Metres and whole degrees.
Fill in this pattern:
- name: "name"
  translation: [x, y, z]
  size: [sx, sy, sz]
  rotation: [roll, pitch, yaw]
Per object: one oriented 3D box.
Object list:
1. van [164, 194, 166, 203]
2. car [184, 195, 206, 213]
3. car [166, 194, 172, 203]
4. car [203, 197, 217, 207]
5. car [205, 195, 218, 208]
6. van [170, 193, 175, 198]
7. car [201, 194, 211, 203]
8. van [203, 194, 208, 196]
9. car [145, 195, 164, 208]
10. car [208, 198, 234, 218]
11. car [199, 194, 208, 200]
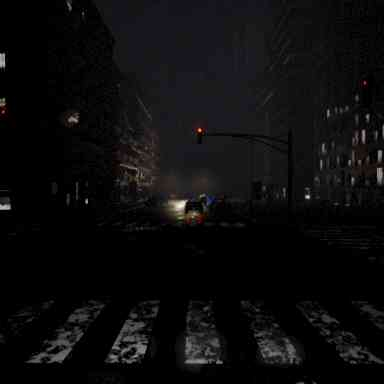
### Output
- name: "van"
  translation: [-5.539, 1.284, 52.601]
  size: [1.690, 1.788, 3.998]
  rotation: [-1, 0, 0]
- name: "car"
  translation: [0.217, 1.458, 36.752]
  size: [2.128, 1.511, 4.902]
  rotation: [0, 0, 0]
- name: "car"
  translation: [-5.500, 1.467, 63.892]
  size: [1.887, 1.381, 4.507]
  rotation: [-1, 0, 0]
- name: "car"
  translation: [2.811, 1.488, 52.607]
  size: [1.887, 1.381, 4.507]
  rotation: [-1, 0, 0]
- name: "car"
  translation: [2.756, 1.408, 35.669]
  size: [1.967, 1.590, 4.097]
  rotation: [-1, 0, 0]
- name: "van"
  translation: [-5.467, 1.239, 75.186]
  size: [1.690, 1.788, 3.998]
  rotation: [-1, 0, 0]
- name: "car"
  translation: [2.870, 1.351, 69.544]
  size: [1.967, 1.590, 4.097]
  rotation: [-1, 0, 0]
- name: "van"
  translation: [2.791, 1.293, 46.961]
  size: [1.690, 1.788, 3.998]
  rotation: [-1, 0, 0]
- name: "car"
  translation: [-5.554, 1.518, 46.955]
  size: [1.947, 1.339, 4.313]
  rotation: [-1, 0, 0]
- name: "car"
  translation: [2.739, 1.520, 30.024]
  size: [1.887, 1.381, 4.507]
  rotation: [-1, 0, 0]
- name: "car"
  translation: [2.954, 1.310, 86.482]
  size: [1.967, 1.590, 4.097]
  rotation: [-1, 0, 0]
